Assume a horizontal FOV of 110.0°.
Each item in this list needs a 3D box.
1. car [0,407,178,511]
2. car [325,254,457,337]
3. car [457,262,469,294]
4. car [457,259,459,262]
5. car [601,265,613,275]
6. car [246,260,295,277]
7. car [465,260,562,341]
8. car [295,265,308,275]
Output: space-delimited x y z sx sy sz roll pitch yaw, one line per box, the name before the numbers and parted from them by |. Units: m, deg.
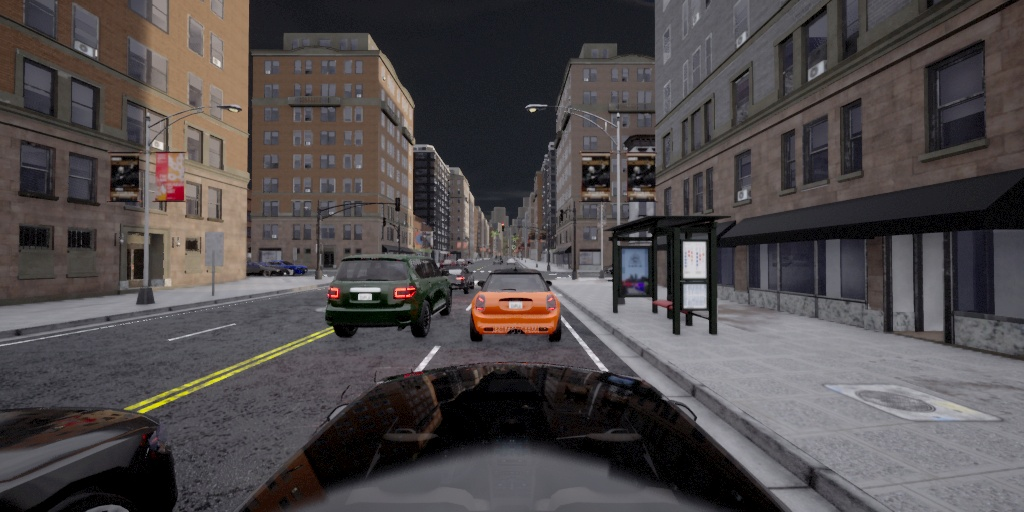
car | -3.144 1.241 0.363 2.128 1.511 4.902 0 0 0
car | -3.171 0.974 10.401 2.150 2.045 5.566 0 0 0
car | -3.199 1.282 20.108 1.812 1.442 4.674 0 0 0
car | -9.968 1.245 55.340 1.882 1.535 5.008 0 0 0
car | 12.816 1.383 38.883 5.357 1.411 2.033 0 -1 2
car | -22.918 1.175 32.008 5.357 1.411 2.033 0 -1 0
car | 0.080 1.104 10.015 2.097 1.767 4.553 0 0 0
car | -22.788 1.149 35.258 5.008 1.535 1.882 0 -1 0
